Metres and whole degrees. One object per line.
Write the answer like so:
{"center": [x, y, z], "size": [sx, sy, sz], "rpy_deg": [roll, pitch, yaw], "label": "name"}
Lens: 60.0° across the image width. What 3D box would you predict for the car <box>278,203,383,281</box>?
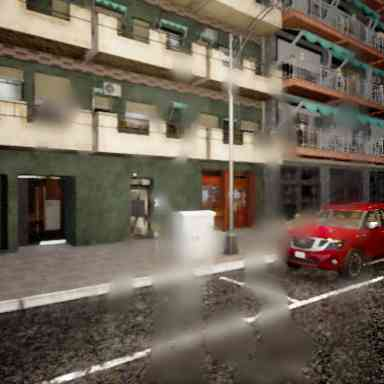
{"center": [4.824, 1.286, 9.996], "size": [5.009, 1.841, 2.192], "rpy_deg": [0, 0, -35], "label": "car"}
